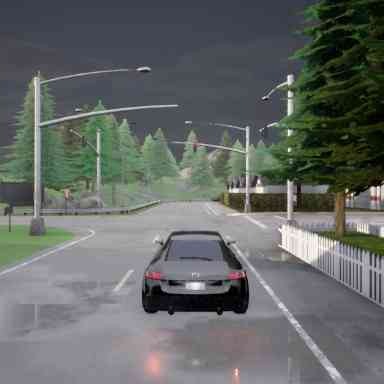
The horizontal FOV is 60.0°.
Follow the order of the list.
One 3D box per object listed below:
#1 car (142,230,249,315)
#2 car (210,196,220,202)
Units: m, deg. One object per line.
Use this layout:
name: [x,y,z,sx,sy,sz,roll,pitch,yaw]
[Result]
car: [0.075,1.564,7.644,1.994,1.385,4.181,0,0,1]
car: [6.697,1.525,72.863,5.357,1.411,2.033,0,0,-22]
